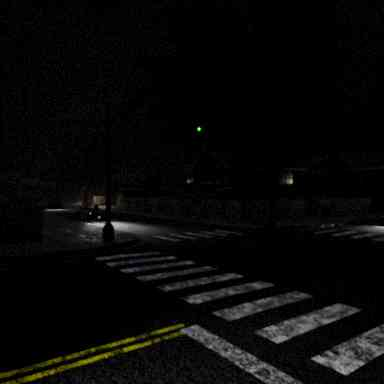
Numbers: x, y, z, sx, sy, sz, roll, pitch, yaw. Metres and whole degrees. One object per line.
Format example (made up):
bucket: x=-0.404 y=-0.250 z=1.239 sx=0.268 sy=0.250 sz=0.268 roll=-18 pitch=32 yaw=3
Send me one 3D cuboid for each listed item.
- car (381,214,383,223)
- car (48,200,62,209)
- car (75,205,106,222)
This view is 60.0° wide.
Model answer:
car: x=14.758 y=1.487 z=22.231 sx=5.357 sy=1.411 sz=2.033 roll=0 pitch=0 yaw=-36
car: x=-21.433 y=1.938 z=52.027 sx=2.033 sy=1.411 sz=5.357 roll=0 pitch=0 yaw=-26
car: x=-8.835 y=1.814 z=29.325 sx=1.895 sy=1.301 sz=4.718 roll=0 pitch=0 yaw=-32
